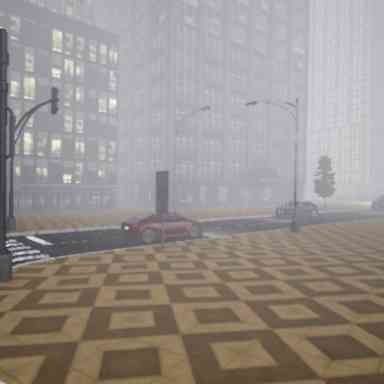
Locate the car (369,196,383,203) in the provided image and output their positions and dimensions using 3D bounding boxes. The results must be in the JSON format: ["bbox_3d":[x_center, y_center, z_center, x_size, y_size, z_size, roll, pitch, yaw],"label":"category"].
[{"bbox_3d":[40.295,1.621,70.730,2.008,1.369,4.403,0,0,-26],"label":"car"}]

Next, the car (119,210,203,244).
[{"bbox_3d":[-1.459,1.604,16.388,4.181,1.385,1.994,0,1,-41],"label":"car"}]

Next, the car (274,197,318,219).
[{"bbox_3d":[9.184,1.510,29.222,4.892,1.490,1.837,0,1,-39],"label":"car"}]

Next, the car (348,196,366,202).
[{"bbox_3d":[42.924,1.722,84.510,1.947,1.339,4.313,-1,0,-26],"label":"car"}]

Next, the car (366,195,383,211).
[{"bbox_3d":[24.119,1.355,40.702,5.566,2.045,2.150,0,1,-37],"label":"car"}]
